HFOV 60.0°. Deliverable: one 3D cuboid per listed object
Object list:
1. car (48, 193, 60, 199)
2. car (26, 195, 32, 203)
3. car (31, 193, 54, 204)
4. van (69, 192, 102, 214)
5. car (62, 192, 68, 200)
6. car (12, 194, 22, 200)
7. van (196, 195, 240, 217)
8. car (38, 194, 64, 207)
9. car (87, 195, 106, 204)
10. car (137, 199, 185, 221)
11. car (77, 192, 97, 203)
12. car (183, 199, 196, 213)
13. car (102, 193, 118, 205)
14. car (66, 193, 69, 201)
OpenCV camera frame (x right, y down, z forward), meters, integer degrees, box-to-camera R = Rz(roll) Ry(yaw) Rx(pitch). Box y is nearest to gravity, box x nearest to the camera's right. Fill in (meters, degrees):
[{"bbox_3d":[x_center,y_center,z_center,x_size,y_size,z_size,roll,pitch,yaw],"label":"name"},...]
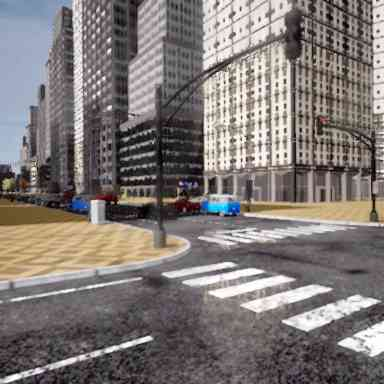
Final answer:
[{"bbox_3d":[-34.989,1.013,84.264,1.752,1.417,4.829,0,1,-34],"label":"car"},{"bbox_3d":[-29.419,1.269,61.076,1.802,1.307,4.206,0,1,-34],"label":"car"},{"bbox_3d":[-23.211,1.292,51.899,2.008,1.369,4.403,0,1,-34],"label":"car"},{"bbox_3d":[-10.796,1.190,33.547,1.690,1.788,3.998,0,1,-34],"label":"van"},{"bbox_3d":[-25.583,0.886,70.358,2.192,1.841,5.009,0,1,-34],"label":"car"},{"bbox_3d":[-41.835,1.159,79.428,1.802,1.307,4.206,0,1,-34],"label":"car"},{"bbox_3d":[2.444,1.153,29.134,1.690,1.788,3.998,0,1,-34],"label":"van"},{"bbox_3d":[-20.107,1.335,47.312,1.947,1.339,4.313,0,1,-34],"label":"car"},{"bbox_3d":[-16.270,1.198,56.595,1.887,1.381,4.507,0,1,-34],"label":"car"},{"bbox_3d":[-2.749,1.436,26.272,1.994,1.385,4.181,-1,1,-34],"label":"car"},{"bbox_3d":[-19.375,0.941,61.182,2.192,1.841,5.009,0,1,-34],"label":"car"},{"bbox_3d":[-0.733,1.332,33.672,1.887,1.381,4.507,0,1,-34],"label":"car"},{"bbox_3d":[-13.167,0.995,52.006,2.192,1.841,5.009,0,1,-34],"label":"car"},{"bbox_3d":[-14.873,1.245,44.236,1.882,1.535,5.008,-1,1,-34],"label":"car"}]
